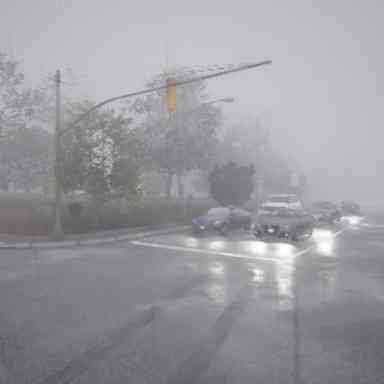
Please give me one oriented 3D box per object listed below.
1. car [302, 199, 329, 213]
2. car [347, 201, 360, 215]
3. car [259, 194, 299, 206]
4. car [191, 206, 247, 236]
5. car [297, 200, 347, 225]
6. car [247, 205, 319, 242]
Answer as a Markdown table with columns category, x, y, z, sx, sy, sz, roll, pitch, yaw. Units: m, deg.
| category | x | y | z | sx | sy | sz | roll | pitch | yaw |
| --- | --- | --- | --- | --- | --- | --- | --- | --- | --- |
| car | 14.068 | 1.573 | 37.789 | 1.994 | 1.385 | 4.181 | 0 | 0 | 32 |
| car | 16.203 | 1.613 | 34.622 | 1.895 | 1.301 | 4.718 | 0 | 0 | 32 |
| car | 7.086 | 1.202 | 26.742 | 2.150 | 2.045 | 5.566 | 0 | 0 | 33 |
| car | 1.794 | 1.505 | 18.606 | 1.812 | 1.442 | 4.674 | 0 | 0 | 34 |
| car | 9.470 | 1.479 | 23.981 | 2.128 | 1.511 | 4.902 | 0 | 0 | 32 |
| car | 4.653 | 1.551 | 16.610 | 1.994 | 1.385 | 4.181 | 0 | 0 | 34 |
